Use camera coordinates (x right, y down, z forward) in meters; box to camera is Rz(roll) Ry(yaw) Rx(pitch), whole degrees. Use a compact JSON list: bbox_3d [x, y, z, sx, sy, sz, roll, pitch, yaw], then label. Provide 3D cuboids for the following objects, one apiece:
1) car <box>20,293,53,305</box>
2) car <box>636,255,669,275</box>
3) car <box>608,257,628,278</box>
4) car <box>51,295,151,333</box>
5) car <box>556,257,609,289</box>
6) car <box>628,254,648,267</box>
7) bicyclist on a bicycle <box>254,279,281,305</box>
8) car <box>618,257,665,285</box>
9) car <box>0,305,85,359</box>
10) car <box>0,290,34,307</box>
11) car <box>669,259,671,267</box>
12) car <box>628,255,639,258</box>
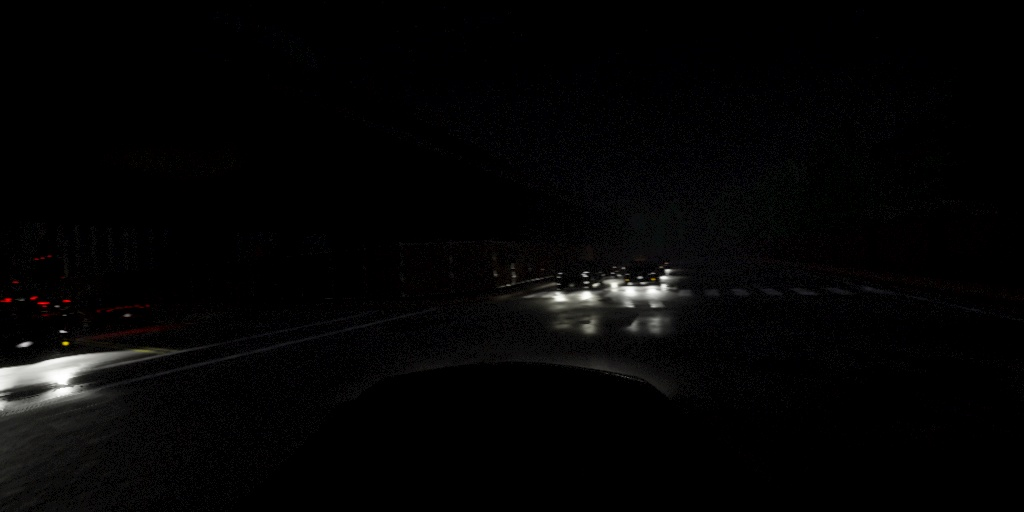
[{"bbox_3d":[-39.549,4.088,30.564,4.674,1.442,1.812,-4,-1,27],"label":"car"},{"bbox_3d":[11.905,0.835,30.205,1.812,1.442,4.674,-4,-1,26],"label":"car"},{"bbox_3d":[8.098,0.903,30.373,2.097,1.767,4.553,-4,-1,26],"label":"car"},{"bbox_3d":[-19.015,2.591,16.718,5.008,1.535,1.882,-4,-1,26],"label":"car"},{"bbox_3d":[4.330,1.055,22.493,2.097,1.767,4.553,-4,-1,26],"label":"car"},{"bbox_3d":[17.895,0.633,50.756,1.882,1.535,5.008,-4,-1,26],"label":"car"},{"bbox_3d":[-15.853,2.286,23.258,0.582,1.620,1.656,-4,0,26],"label":"bicyclist on a bicycle"},{"bbox_3d":[8.226,1.021,22.507,1.994,1.385,4.181,-4,-1,26],"label":"car"},{"bbox_3d":[-15.129,2.366,10.690,4.181,1.385,1.994,-4,-1,26],"label":"car"},{"bbox_3d":[-48.491,4.395,34.864,5.566,2.045,2.150,-4,-1,26],"label":"car"},{"bbox_3d":[16.524,0.670,39.777,2.033,1.411,5.357,-4,-1,26],"label":"car"},{"bbox_3d":[12.536,0.863,39.573,2.128,1.511,4.902,-4,-1,26],"label":"car"}]
